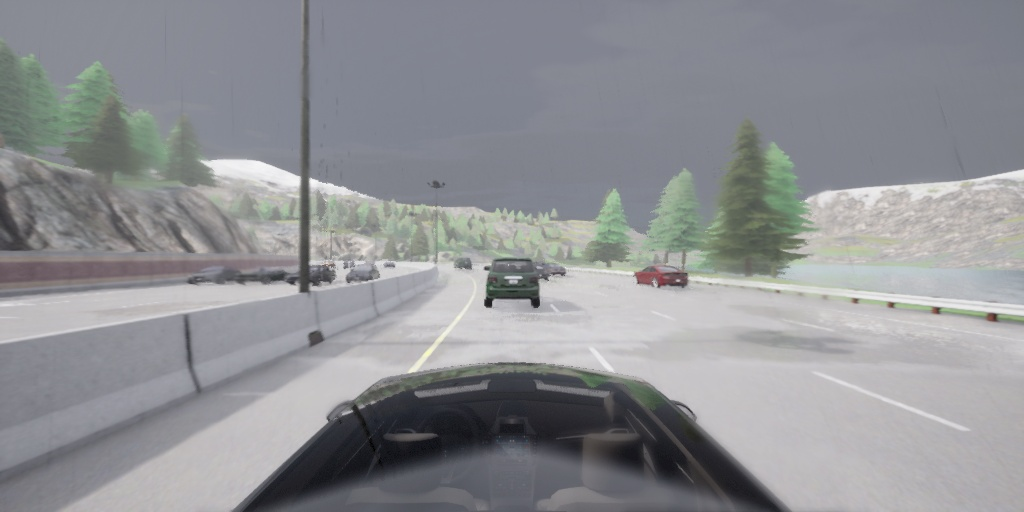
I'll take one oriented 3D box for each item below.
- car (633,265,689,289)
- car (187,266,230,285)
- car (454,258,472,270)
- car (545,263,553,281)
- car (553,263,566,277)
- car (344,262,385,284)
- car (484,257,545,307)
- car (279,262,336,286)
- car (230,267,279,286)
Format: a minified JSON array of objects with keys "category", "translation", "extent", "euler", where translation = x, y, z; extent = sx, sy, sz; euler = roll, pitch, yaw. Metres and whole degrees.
[{"category":"car","translation":[9.943,1.355,24.360],"extent":[1.882,1.535,5.008],"euler":[0,0,-5]},{"category":"car","translation":[-22.376,1.461,27.320],"extent":[1.994,1.385,4.181],"euler":[0,0,-8]},{"category":"car","translation":[-8.235,1.302,59.934],"extent":[2.150,2.045,5.566],"euler":[1,-1,-20]},{"category":"car","translation":[1.952,1.447,31.896],"extent":[1.812,1.442,4.674],"euler":[0,0,-8]},{"category":"car","translation":[4.336,1.512,39.557],"extent":[2.033,1.411,5.357],"euler":[0,0,-12]},{"category":"car","translation":[-12.059,1.433,29.394],"extent":[1.812,1.442,4.674],"euler":[0,0,-8]},{"category":"car","translation":[-0.058,1.054,16.030],"extent":[2.150,2.045,5.566],"euler":[0,0,-2]},{"category":"car","translation":[-15.327,1.446,27.697],"extent":[2.033,1.411,5.357],"euler":[0,0,-7]},{"category":"car","translation":[-18.828,1.498,27.401],"extent":[1.895,1.301,4.718],"euler":[0,0,-8]}]
